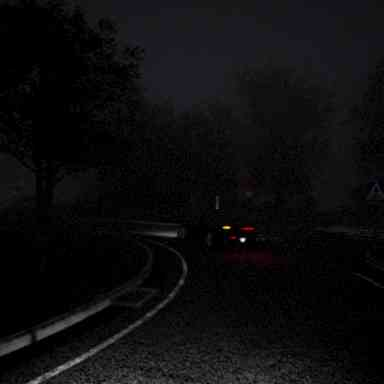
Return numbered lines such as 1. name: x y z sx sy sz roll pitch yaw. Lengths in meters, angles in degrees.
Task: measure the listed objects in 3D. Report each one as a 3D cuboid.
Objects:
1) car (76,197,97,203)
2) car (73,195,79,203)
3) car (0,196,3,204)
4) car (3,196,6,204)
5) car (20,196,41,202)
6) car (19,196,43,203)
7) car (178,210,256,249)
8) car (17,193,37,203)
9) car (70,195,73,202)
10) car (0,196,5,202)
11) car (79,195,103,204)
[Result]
1. car: -26.781 2.091 84.363 4.892 1.521 2.231 2 -1 -28
2. car: -25.546 1.826 81.963 5.566 2.045 2.435 2 -1 -28
3. car: -33.201 1.594 55.573 1.837 1.490 4.892 2 -1 -27
4. car: -37.947 1.687 64.851 1.994 1.385 4.181 2 -1 -27
5. car: -40.504 1.824 83.417 4.674 1.452 2.002 2 -1 -28
6. car: -37.869 1.762 78.419 5.008 1.535 2.097 2 -1 -28
7. car: 0.987 1.584 15.071 1.837 1.490 4.892 5 -2 -24
8. car: -35.246 1.484 73.413 5.566 2.045 2.435 2 -1 -28
9. car: -29.429 2.113 89.350 4.892 1.521 2.231 2 -1 -28
10. car: -42.517 1.531 73.756 1.812 1.442 4.674 2 -1 -27
11. car: -22.882 1.915 76.833 4.553 1.767 2.185 2 0 -28
